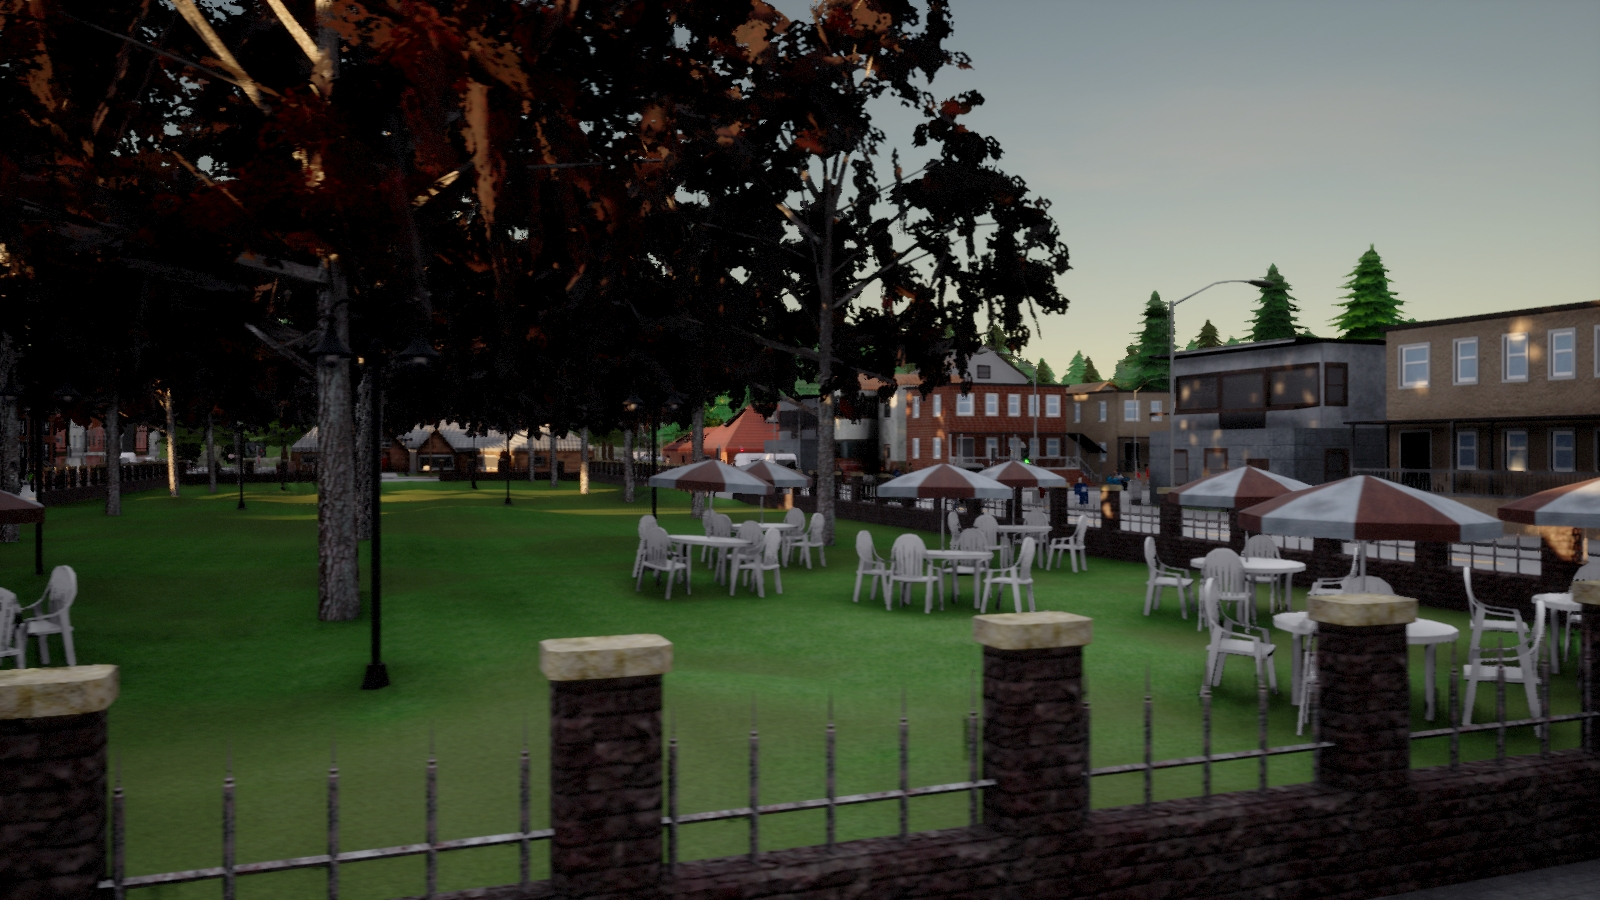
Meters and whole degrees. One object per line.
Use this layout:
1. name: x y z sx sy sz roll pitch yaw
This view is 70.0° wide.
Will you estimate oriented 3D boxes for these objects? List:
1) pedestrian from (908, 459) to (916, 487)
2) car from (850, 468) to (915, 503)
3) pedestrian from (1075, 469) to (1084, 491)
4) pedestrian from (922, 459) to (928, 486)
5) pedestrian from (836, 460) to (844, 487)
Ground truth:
1. pedestrian: 7.527 1.518 76.762 0.375 1.860 0.375 0 0 -20
2. car: 4.153 1.779 58.240 1.851 1.617 3.988 0 0 -20
3. pedestrian: 16.871 1.807 68.993 0.375 1.300 0.375 0 0 -7
4. pedestrian: 8.566 1.516 78.261 0.375 1.860 0.375 0 0 -2
5. pedestrian: 2.758 1.629 78.927 0.375 1.860 0.375 0 0 42
